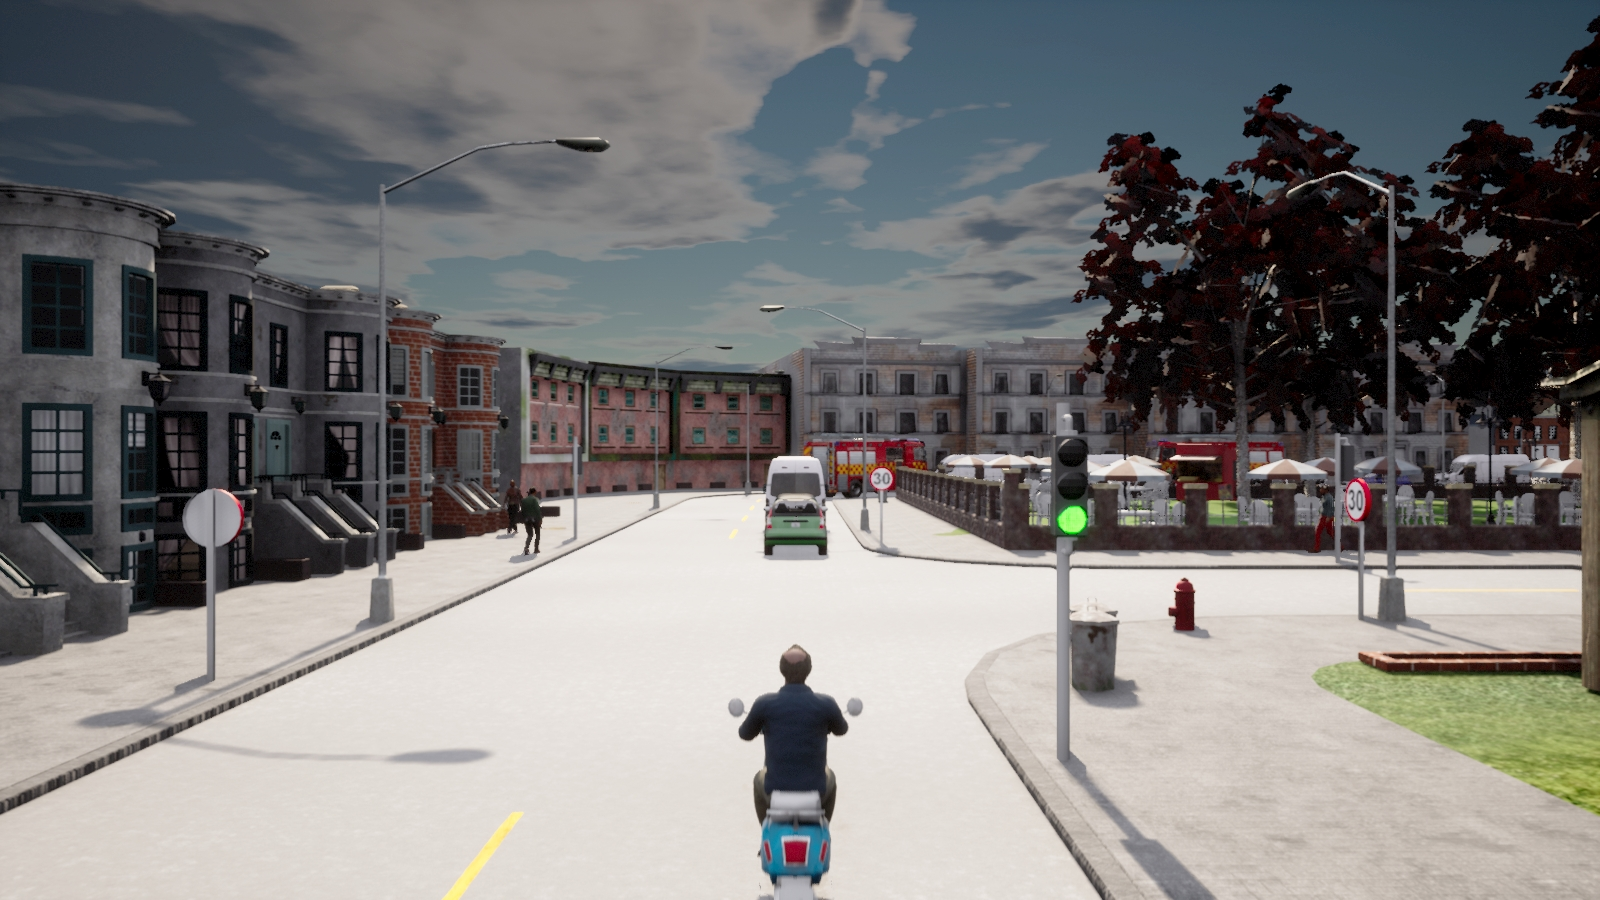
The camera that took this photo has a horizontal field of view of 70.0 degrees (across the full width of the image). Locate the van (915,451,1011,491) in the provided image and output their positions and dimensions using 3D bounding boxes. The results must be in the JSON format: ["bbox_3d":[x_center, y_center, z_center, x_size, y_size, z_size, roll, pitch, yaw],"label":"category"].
[{"bbox_3d":[10.531,1.360,74.114,5.915,2.561,1.988,0,0,0],"label":"van"}]

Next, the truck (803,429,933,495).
[{"bbox_3d":[4.277,0.716,69.913,8.468,3.827,2.891,0,0,-43],"label":"truck"}]

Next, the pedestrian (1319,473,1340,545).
[{"bbox_3d":[13.767,1.536,29.717,0.375,1.860,0.375,0,0,1],"label":"pedestrian"}]

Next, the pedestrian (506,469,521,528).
[{"bbox_3d":[-9.112,1.547,36.368,0.375,1.860,0.375,0,0,2],"label":"pedestrian"}]

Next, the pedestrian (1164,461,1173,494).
[{"bbox_3d":[21.100,1.564,65.404,0.375,1.860,0.375,0,0,0],"label":"pedestrian"}]

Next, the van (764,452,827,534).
[{"bbox_3d":[-0.157,1.339,38.757,1.988,2.561,5.915,0,0,0],"label":"van"}]

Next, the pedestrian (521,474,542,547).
[{"bbox_3d":[-6.873,1.543,29.258,0.375,1.860,0.375,0,0,19],"label":"pedestrian"}]

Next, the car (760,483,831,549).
[{"bbox_3d":[-0.127,1.800,32.056,1.851,1.617,3.988,0,0,0],"label":"car"}]

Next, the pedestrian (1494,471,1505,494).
[{"bbox_3d":[40.075,1.846,65.476,0.375,1.300,0.375,0,0,0],"label":"pedestrian"}]
